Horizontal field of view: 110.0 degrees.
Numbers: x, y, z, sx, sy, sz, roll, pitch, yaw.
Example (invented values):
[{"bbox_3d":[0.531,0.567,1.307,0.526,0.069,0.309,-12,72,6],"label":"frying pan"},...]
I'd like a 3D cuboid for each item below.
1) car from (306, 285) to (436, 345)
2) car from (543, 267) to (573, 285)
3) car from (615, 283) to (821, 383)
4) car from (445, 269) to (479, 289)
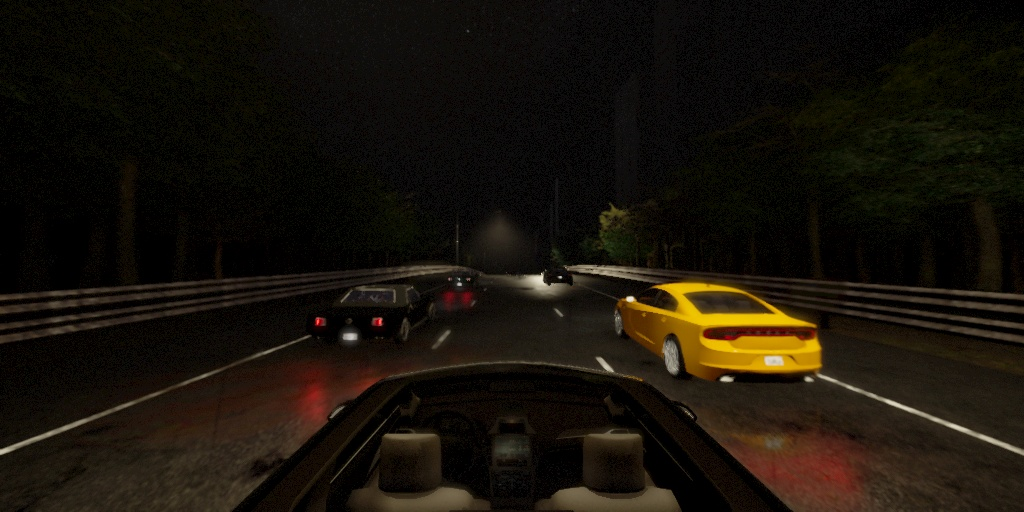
[{"bbox_3d":[-3.403,1.436,9.786,1.895,1.301,4.718,0,-1,0],"label":"car"},{"bbox_3d":[3.597,1.565,28.617,1.994,1.385,4.181,0,0,0],"label":"car"},{"bbox_3d":[3.591,1.289,7.385,1.882,1.535,5.008,0,0,0],"label":"car"},{"bbox_3d":[-3.402,1.574,25.489,1.895,1.301,4.718,0,0,0],"label":"car"}]
